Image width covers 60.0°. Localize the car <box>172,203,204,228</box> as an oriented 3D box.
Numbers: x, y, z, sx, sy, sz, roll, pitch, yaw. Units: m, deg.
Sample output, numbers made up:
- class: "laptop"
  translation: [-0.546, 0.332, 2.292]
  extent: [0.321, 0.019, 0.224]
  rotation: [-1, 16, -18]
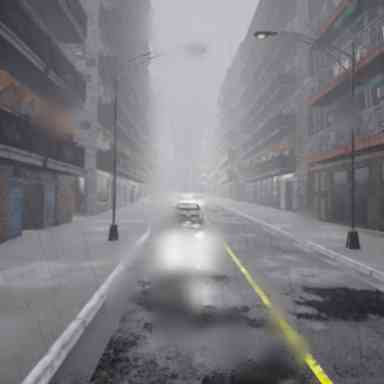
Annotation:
- class: "car"
  translation: [-0.266, 1.340, 20.358]
  extent: [1.895, 1.301, 4.718]
  rotation: [1, 1, -2]
